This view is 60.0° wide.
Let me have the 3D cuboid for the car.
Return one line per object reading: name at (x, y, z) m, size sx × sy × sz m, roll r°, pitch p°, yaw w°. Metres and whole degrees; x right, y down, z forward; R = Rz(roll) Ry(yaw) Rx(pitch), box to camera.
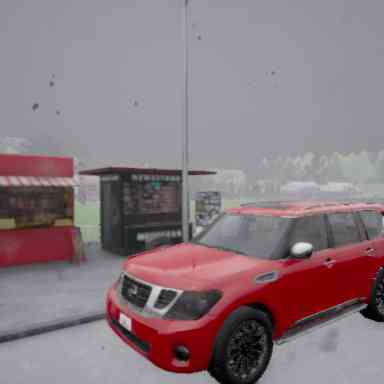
car at (1.442, 1.206, 5.635) m, size 5.566 × 2.045 × 2.150 m, roll 0°, pitch 0°, yaw -36°
